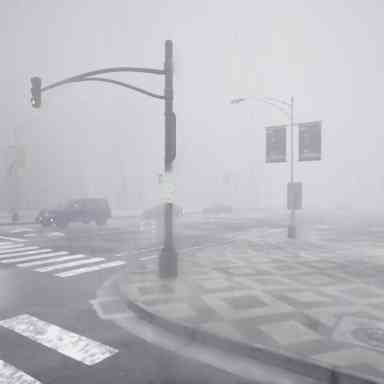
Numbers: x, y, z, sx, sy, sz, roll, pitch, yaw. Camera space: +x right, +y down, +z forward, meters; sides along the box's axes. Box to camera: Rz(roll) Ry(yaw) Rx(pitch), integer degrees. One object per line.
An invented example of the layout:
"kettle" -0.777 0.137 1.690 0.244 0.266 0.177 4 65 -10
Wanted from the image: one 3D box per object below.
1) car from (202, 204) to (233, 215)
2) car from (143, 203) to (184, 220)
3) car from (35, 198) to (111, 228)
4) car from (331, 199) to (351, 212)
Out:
"car" 3.190 2.135 41.014 1.895 1.301 4.718 0 -1 35
"car" -2.738 1.890 32.633 1.837 1.490 4.892 0 -1 36
"car" -8.512 1.461 24.466 2.150 2.045 5.566 0 -1 35
"car" 24.580 2.381 54.078 2.128 1.511 4.902 0 -1 35
